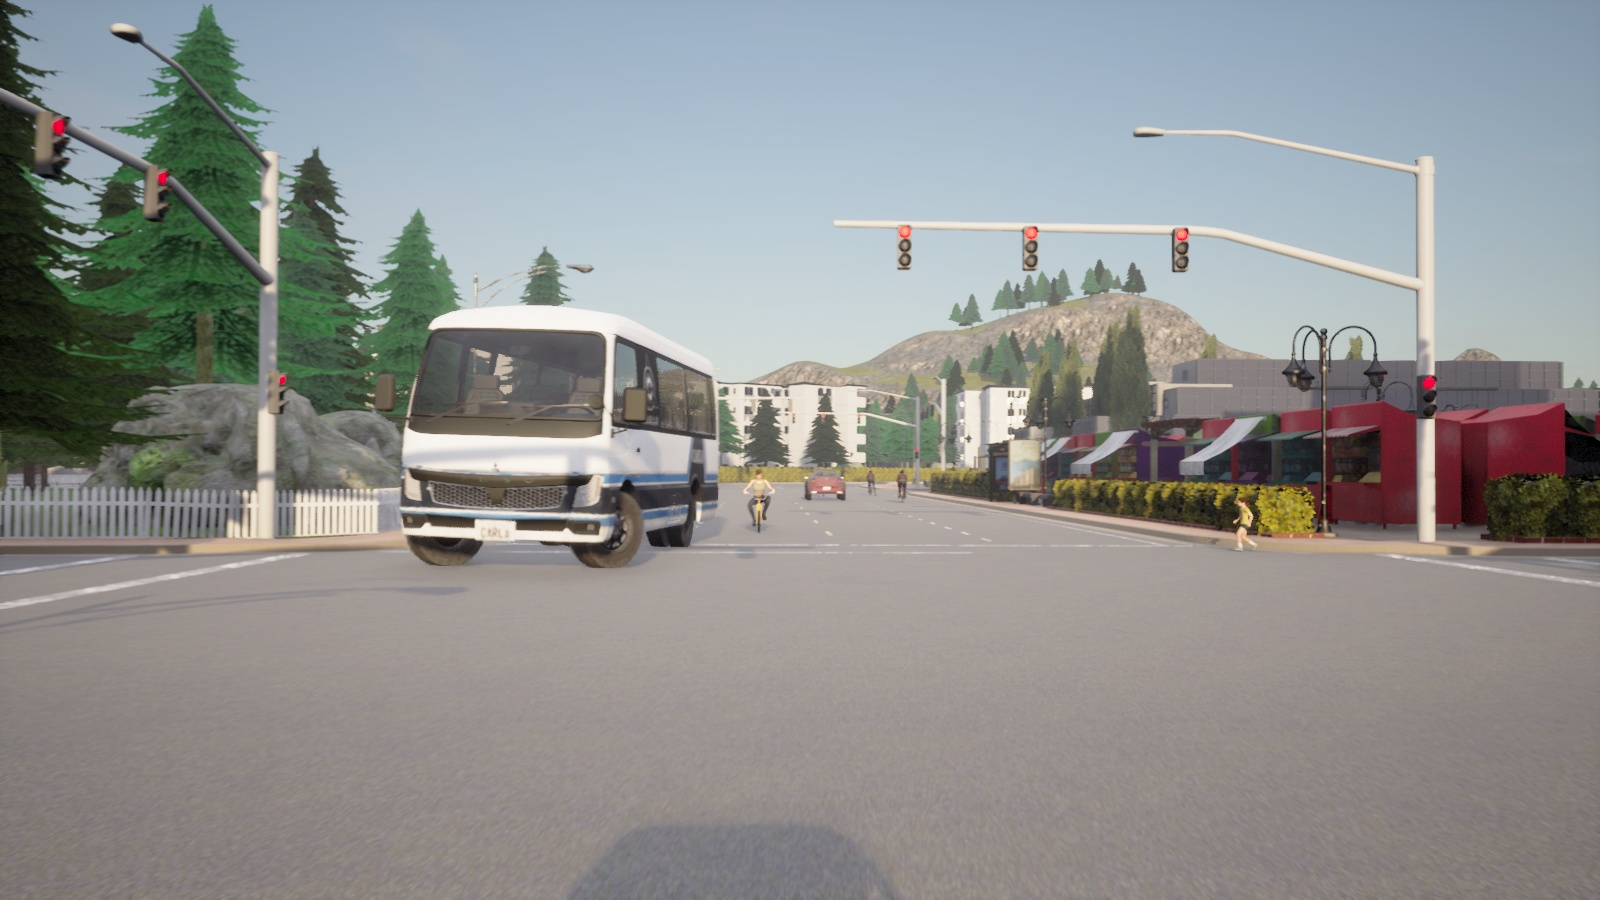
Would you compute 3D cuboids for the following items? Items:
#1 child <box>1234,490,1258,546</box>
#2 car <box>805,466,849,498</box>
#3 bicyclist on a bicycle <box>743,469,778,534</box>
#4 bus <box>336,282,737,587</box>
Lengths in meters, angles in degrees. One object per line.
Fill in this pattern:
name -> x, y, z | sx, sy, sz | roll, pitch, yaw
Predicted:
child -> 8.837, 1.348, 24.883 | 0.394, 1.110, 0.255 | 0, -1, 5
car -> 1.430, 1.736, 68.496 | 2.152, 1.651, 5.027 | 0, -1, -1
bicyclist on a bicycle -> -0.998, 1.292, 32.027 | 0.866, 1.612, 1.509 | 0, -1, -2
bus -> -4.036, -0.167, 22.969 | 3.944, 4.253, 10.273 | 1, -1, 7
